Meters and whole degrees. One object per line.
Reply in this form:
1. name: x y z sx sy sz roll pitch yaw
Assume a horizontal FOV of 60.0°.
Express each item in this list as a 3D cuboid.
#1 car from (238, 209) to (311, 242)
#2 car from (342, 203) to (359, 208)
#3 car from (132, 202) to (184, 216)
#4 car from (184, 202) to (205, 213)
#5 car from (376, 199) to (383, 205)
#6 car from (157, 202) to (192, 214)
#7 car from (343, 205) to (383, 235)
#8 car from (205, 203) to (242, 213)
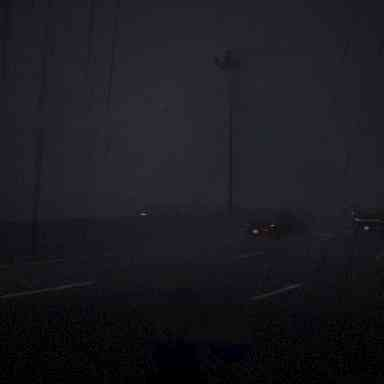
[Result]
1. car: 4.680 1.749 17.846 1.812 1.442 4.674 0 -1 44
2. car: 17.857 2.009 36.987 1.837 1.490 4.892 0 -1 26
3. car: -3.267 1.822 30.187 1.837 1.490 4.892 0 0 39
4. car: 0.596 1.957 41.575 2.128 1.511 4.902 0 -1 30
5. car: 20.644 1.718 34.718 2.150 2.045 5.566 0 0 27
6. car: -2.227 2.020 43.640 2.033 1.411 5.357 0 -1 30
7. car: 10.985 1.771 19.875 2.128 1.511 4.902 0 -1 39
8. car: 3.552 1.914 33.379 1.812 1.442 4.674 0 -1 35
